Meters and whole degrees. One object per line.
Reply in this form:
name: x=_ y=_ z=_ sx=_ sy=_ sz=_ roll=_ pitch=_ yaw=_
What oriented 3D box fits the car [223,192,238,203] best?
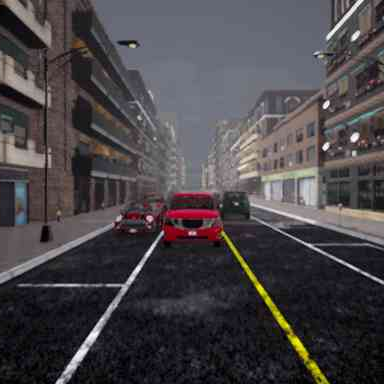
car: x=5.792 y=0.815 z=51.015 sx=1.752 sy=1.417 sz=4.829 roll=0 pitch=1 yaw=0

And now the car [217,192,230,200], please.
car: x=5.815 y=0.677 z=62.117 sx=1.887 sy=1.381 sz=4.507 roll=0 pitch=1 yaw=0

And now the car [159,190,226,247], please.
car: x=0.027 y=1.019 z=14.240 sx=2.150 sy=2.045 sz=5.566 roll=0 pitch=1 yaw=0

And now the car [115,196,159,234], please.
car: x=-2.657 y=1.199 z=17.050 sx=1.967 sy=1.590 sz=4.097 roll=0 pitch=1 yaw=0

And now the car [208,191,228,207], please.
car: x=3.122 y=0.781 z=40.918 sx=2.097 sy=1.767 sz=4.553 roll=0 pitch=1 yaw=1

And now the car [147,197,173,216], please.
car: x=-2.635 y=1.183 z=28.324 sx=1.802 sy=1.307 sz=4.206 roll=0 pitch=1 yaw=0

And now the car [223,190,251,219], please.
car: x=3.083 y=0.870 z=25.414 sx=2.150 sy=2.045 sz=5.566 roll=0 pitch=1 yaw=1

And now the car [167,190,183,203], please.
car: x=-2.587 y=0.599 z=50.863 sx=2.192 sy=1.841 sz=5.009 roll=0 pitch=1 yaw=0

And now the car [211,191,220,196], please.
car: x=5.861 y=0.364 z=84.659 sx=2.008 sy=1.369 sz=4.403 roll=0 pitch=1 yaw=0

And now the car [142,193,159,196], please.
car: x=-2.644 y=0.995 z=22.684 sx=2.192 sy=1.841 sz=5.009 roll=0 pitch=1 yaw=0

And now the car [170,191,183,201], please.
car: x=-2.577 y=0.645 z=56.500 sx=1.967 sy=1.590 sz=4.097 roll=0 pitch=1 yaw=0
